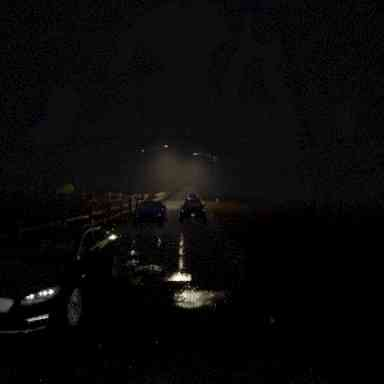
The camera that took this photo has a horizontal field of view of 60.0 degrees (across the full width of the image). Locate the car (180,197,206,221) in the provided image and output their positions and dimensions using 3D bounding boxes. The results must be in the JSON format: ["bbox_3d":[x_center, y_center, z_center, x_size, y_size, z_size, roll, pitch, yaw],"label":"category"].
[{"bbox_3d":[0.069,1.344,24.821,1.812,1.442,4.674,0,1,0],"label":"car"}]

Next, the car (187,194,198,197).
[{"bbox_3d":[0.094,1.070,42.216,1.837,1.490,4.892,0,1,0],"label":"car"}]

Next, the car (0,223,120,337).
[{"bbox_3d":[-2.821,1.475,6.976,2.128,1.511,4.902,0,0,0],"label":"car"}]

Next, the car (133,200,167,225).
[{"bbox_3d":[-2.749,1.326,22.652,1.882,1.535,5.008,0,1,0],"label":"car"}]
